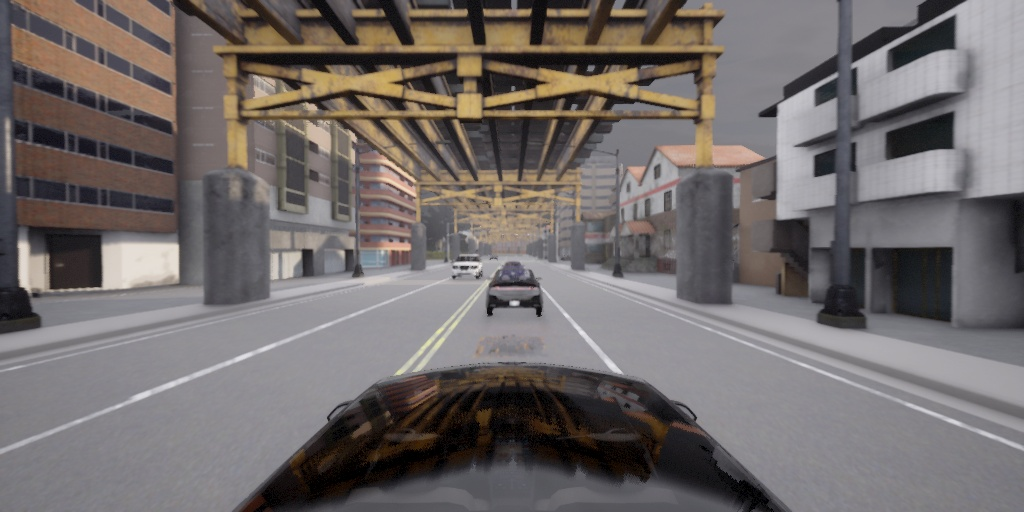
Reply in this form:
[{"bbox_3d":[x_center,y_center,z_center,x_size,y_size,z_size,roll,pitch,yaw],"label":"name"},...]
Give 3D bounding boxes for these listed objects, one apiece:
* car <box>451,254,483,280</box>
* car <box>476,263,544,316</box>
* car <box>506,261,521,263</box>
[{"bbox_3d":[-3.615,0.839,29.857,2.150,2.045,5.566,0,0,0],"label":"car"},{"bbox_3d":[0.083,1.189,13.127,2.128,1.511,4.902,0,0,0],"label":"car"},{"bbox_3d":[0.093,1.138,29.873,1.812,1.442,4.674,0,0,0],"label":"car"}]
